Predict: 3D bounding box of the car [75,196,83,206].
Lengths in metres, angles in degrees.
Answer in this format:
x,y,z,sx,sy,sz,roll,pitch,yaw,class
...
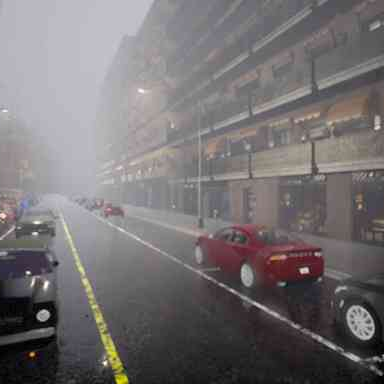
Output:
x,y,z,sx,sy,sz,roll,pitch,yaw,class
-18.102,1.611,55.862,1.947,1.339,4.313,0,0,-23,car

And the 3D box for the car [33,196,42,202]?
x,y,z,sx,sy,sz,roll,pitch,yaw,class
-38.918,1.662,83.756,1.887,1.381,4.507,0,0,-23,car

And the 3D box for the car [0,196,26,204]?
x,y,z,sx,sy,sz,roll,pitch,yaw,class
-14.919,1.328,26.661,2.192,1.841,5.009,0,0,-23,car

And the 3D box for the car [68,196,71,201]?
x,y,z,sx,sy,sz,roll,pitch,yaw,class
-26.894,1.613,76.779,1.752,1.417,4.829,0,0,-23,car

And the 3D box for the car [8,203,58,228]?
x,y,z,sx,sy,sz,roll,pitch,yaw,class
-8.325,1.547,17.916,2.033,1.411,5.357,0,0,-23,car

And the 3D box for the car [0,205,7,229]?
x,y,z,sx,sy,sz,roll,pitch,yaw,class
-10.555,1.545,16.282,1.887,1.381,4.507,0,0,-23,car

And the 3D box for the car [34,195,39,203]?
x,y,z,sx,sy,sz,roll,pitch,yaw,class
-25.828,1.615,52.614,1.947,1.339,4.313,0,0,-23,car

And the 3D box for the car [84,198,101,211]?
x,y,z,sx,sy,sz,roll,pitch,yaw,class
-11.557,1.463,40.290,1.967,1.590,4.097,0,0,-23,car

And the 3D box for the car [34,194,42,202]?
x,y,z,sx,sy,sz,roll,pitch,yaw,class
-30.191,1.383,62.995,2.192,1.841,5.009,0,0,-23,car

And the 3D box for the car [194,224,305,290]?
x,y,z,sx,sy,sz,roll,pitch,yaw,class
1.534,1.541,9.149,1.887,1.381,4.507,0,0,-23,car

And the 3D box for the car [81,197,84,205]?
x,y,z,sx,sy,sz,roll,pitch,yaw,class
-13.739,1.612,45.481,1.802,1.307,4.206,0,0,-23,car

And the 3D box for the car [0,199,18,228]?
x,y,z,sx,sy,sz,roll,pitch,yaw,class
-12.736,1.446,21.470,1.967,1.590,4.097,0,0,-23,car

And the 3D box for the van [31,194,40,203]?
x,y,z,sx,sy,sz,roll,pitch,yaw,class
-34.554,1.432,73.375,1.690,1.788,3.998,0,0,-23,van

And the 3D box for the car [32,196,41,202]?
x,y,z,sx,sy,sz,roll,pitch,yaw,class
-36.736,1.686,78.565,1.802,1.307,4.206,0,0,-23,car

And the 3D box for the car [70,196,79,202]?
x,y,z,sx,sy,sz,roll,pitch,yaw,class
-29.011,1.682,81.813,1.802,1.307,4.206,0,0,-23,car

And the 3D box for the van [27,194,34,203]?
x,y,z,sx,sy,sz,roll,pitch,yaw,class
-21.465,1.375,42.233,1.690,1.788,3.998,0,0,-23,van

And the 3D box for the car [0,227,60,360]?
x,y,z,sx,sy,sz,roll,pitch,yaw,class
-3.325,1.600,5.769,1.895,1.301,4.718,0,0,-23,car

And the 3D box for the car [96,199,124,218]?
x,y,z,sx,sy,sz,roll,pitch,yaw,class
-7.193,1.591,29.908,1.802,1.307,4.206,0,0,-23,car

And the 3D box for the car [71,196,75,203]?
x,y,z,sx,sy,sz,roll,pitch,yaw,class
-22.465,1.504,66.242,1.967,1.590,4.097,0,0,-23,car

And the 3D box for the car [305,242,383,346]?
x,y,z,sx,sy,sz,roll,pitch,yaw,class
3.715,1.548,3.958,2.008,1.369,4.403,0,0,-23,car
